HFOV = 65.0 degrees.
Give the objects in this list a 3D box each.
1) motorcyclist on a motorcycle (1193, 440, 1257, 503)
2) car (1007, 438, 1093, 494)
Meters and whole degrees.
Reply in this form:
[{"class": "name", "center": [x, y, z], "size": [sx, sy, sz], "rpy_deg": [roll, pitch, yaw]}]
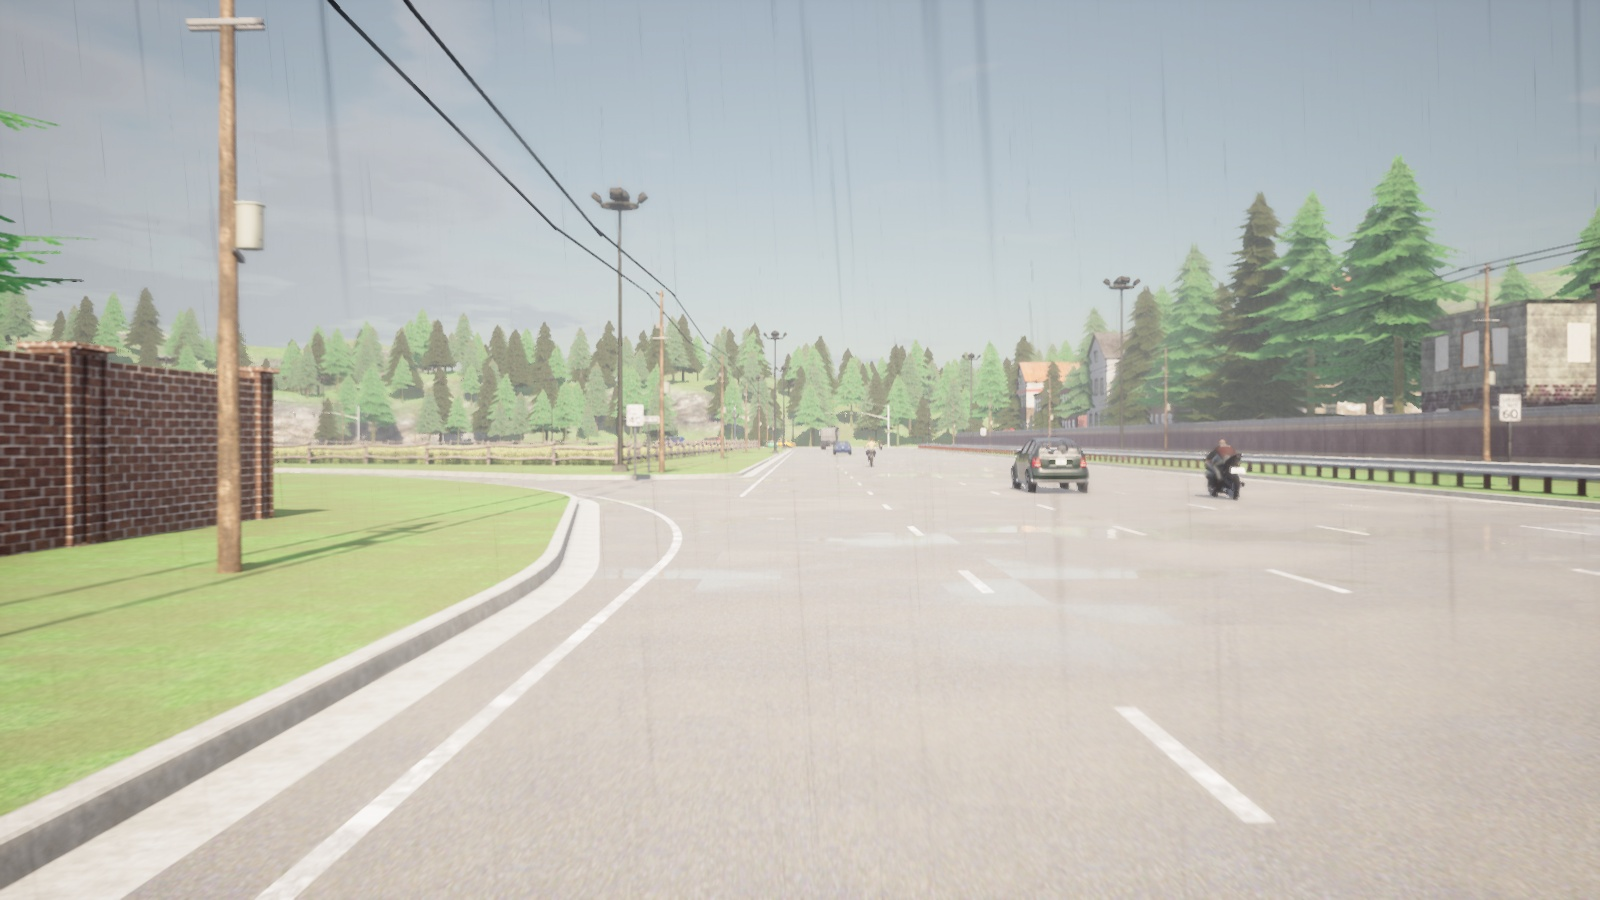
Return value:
[{"class": "motorcyclist on a motorcycle", "center": [10.696, 0.519, 31.685], "size": [0.866, 1.530, 2.191], "rpy_deg": [0, 0, 0]}, {"class": "car", "center": [7.223, 0.421, 36.557], "size": [1.789, 1.549, 3.705], "rpy_deg": [0, 1, 0]}]
